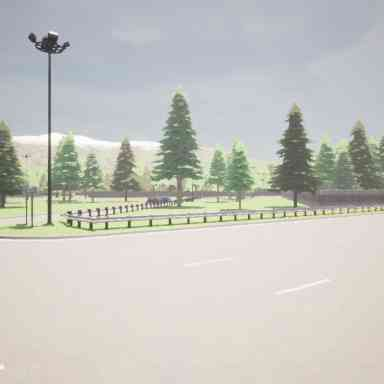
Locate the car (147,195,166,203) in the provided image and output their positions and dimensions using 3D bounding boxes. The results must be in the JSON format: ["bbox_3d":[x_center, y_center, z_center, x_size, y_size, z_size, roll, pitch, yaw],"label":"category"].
[{"bbox_3d":[-6.635,1.351,59.624,2.097,1.767,4.553,0,0,6],"label":"car"}]

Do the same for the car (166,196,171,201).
[{"bbox_3d":[-5.648,1.477,69.715,1.882,1.535,5.008,0,0,5],"label":"car"}]
